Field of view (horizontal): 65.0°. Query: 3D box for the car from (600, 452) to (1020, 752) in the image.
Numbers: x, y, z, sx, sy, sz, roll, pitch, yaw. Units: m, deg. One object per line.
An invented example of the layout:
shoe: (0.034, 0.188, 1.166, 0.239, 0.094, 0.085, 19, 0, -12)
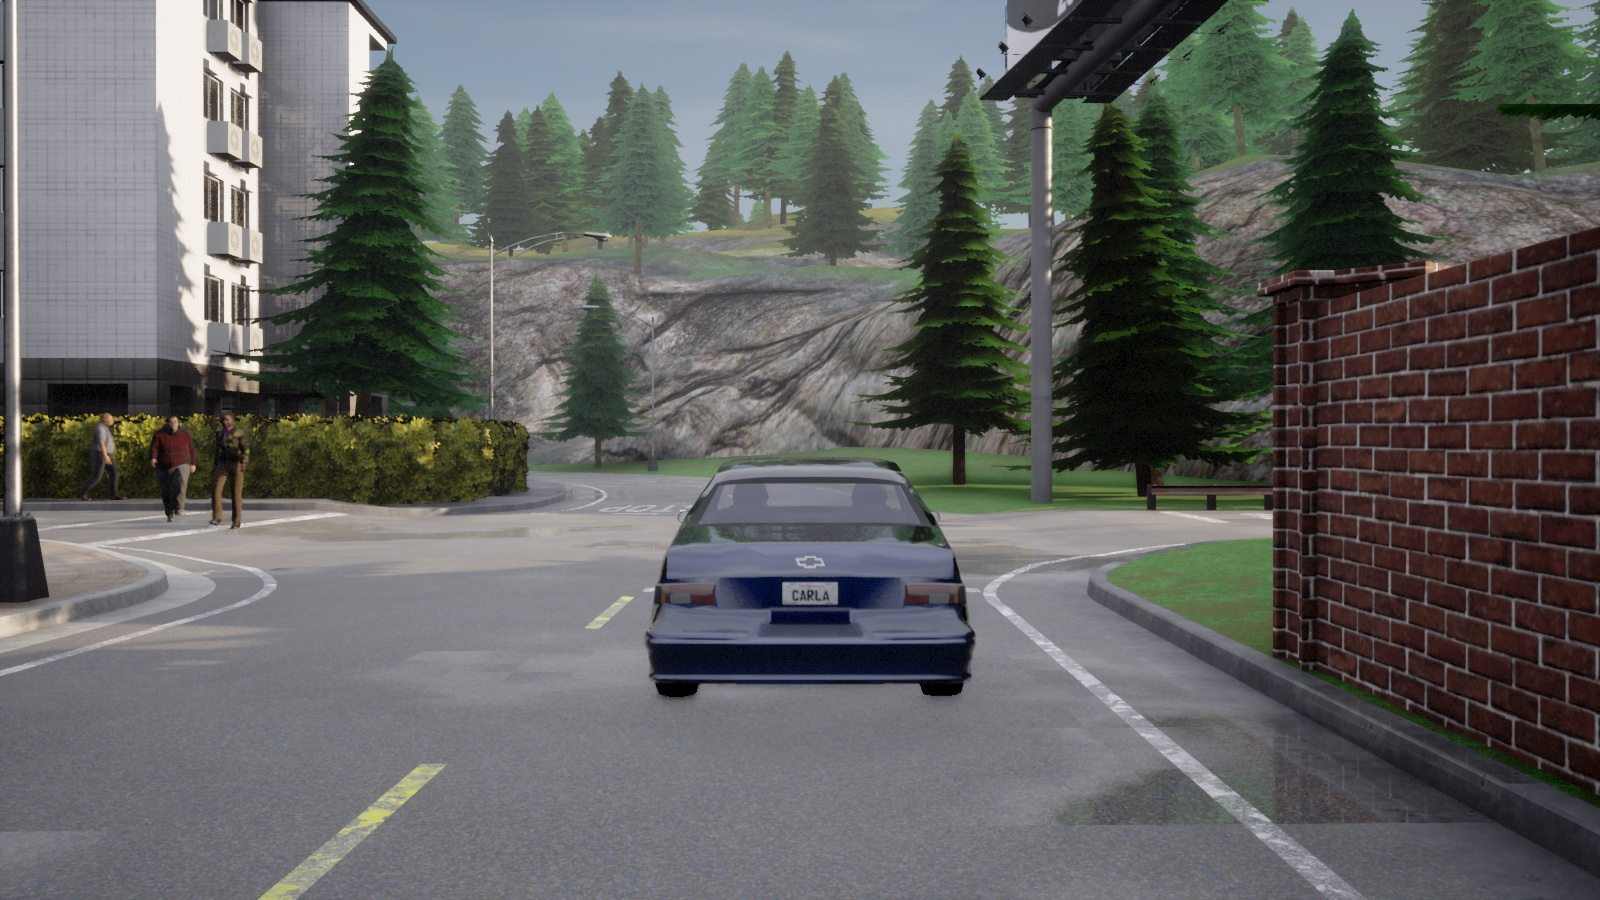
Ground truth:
car: (0.061, 0.745, 8.770, 2.033, 1.411, 5.357, 0, 0, 0)

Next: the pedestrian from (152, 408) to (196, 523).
pedestrian: (-10.282, 0.243, 20.611, 0.634, 1.844, 0.899, 0, 0, -28)

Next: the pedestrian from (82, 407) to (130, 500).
pedestrian: (-13.909, 0.074, 25.189, 0.694, 1.848, 0.540, 0, 0, -9)

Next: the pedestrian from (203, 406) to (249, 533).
pedestrian: (-8.847, 0.290, 19.367, 0.395, 1.930, 0.692, 0, 0, 0)
